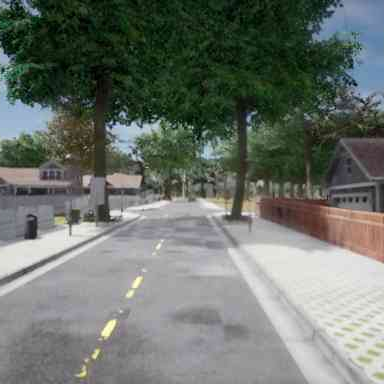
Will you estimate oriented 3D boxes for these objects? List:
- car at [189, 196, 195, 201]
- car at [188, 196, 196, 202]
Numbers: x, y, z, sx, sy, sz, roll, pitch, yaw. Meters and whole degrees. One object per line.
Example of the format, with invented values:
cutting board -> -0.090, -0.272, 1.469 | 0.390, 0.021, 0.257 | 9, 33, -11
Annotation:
car -> 0.003, 1.711, 93.600 | 1.895, 1.301, 4.718 | 0, 0, 0
car -> -0.001, 1.744, 83.561 | 1.812, 1.442, 4.674 | 0, 0, 0
